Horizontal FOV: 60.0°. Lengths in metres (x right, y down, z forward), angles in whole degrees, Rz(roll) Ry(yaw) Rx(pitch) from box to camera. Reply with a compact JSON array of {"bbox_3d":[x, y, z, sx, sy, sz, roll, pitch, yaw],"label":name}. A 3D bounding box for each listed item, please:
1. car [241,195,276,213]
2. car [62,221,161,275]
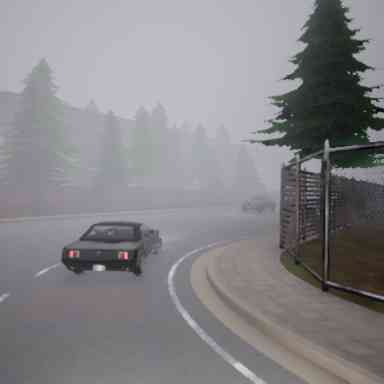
[{"bbox_3d":[7.802,1.379,38.499,2.150,2.045,5.566,1,0,36],"label":"car"},{"bbox_3d":[-2.147,1.549,10.282,1.895,1.301,4.718,1,0,2],"label":"car"}]
